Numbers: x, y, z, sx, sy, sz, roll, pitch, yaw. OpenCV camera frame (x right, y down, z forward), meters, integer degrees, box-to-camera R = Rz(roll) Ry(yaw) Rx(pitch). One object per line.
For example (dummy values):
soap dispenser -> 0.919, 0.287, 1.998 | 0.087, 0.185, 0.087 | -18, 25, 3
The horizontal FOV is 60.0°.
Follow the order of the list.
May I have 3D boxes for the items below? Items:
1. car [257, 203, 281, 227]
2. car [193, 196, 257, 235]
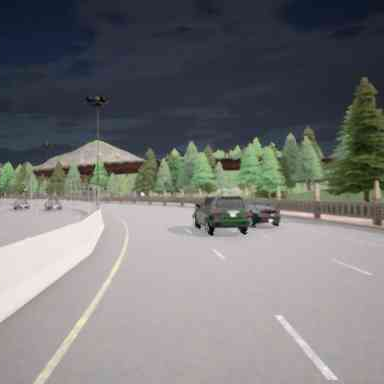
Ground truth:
car -> 4.369, 1.528, 22.891 | 1.837, 1.490, 4.892 | 0, 0, -12
car -> 1.565, 1.256, 19.326 | 2.150, 2.045, 5.566 | 0, 0, -11
